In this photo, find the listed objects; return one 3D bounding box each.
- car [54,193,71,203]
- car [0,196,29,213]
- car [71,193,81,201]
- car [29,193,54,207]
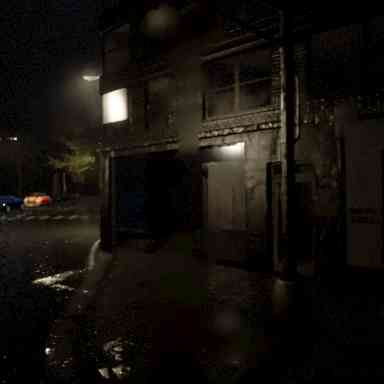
[{"bbox_3d":[-20.499,0.943,51.103,1.882,1.535,5.008,-1,1,-8],"label":"car"},{"bbox_3d":[-17.924,1.131,32.087,1.882,1.535,5.008,-1,1,-7],"label":"car"},{"bbox_3d":[-21.931,0.942,61.610,2.033,1.411,5.357,-1,0,-7],"label":"car"},{"bbox_3d":[-19.172,0.906,41.219,2.097,1.767,4.553,-1,1,-7],"label":"car"}]
